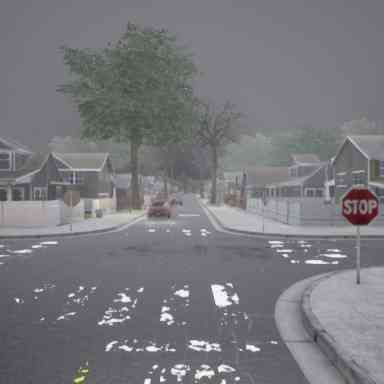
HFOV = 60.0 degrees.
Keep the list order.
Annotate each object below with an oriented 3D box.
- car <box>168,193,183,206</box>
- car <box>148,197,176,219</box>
[{"bbox_3d":[-2.642,1.205,53.344,2.150,2.045,5.566,0,0,0],"label":"car"},{"bbox_3d":[-2.691,1.491,29.054,1.882,1.535,5.008,0,0,0],"label":"car"}]
